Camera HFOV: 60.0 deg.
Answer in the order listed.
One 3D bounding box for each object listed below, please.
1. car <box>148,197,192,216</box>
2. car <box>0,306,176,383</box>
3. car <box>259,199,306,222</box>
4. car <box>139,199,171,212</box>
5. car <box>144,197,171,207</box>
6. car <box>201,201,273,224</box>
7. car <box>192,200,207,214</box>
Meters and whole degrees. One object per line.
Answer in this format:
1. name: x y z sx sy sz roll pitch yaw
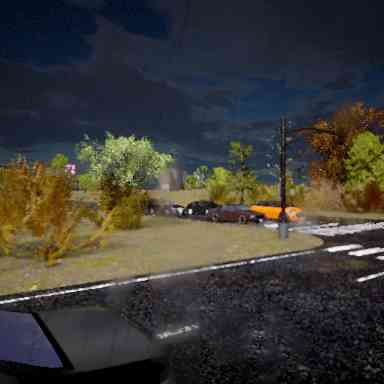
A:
1. car: -2.600 1.618 34.081 2.128 1.511 4.902 0 0 -38
2. car: -2.604 1.540 1.826 5.357 1.411 2.033 1 0 -36
3. car: 6.958 1.495 27.140 2.097 1.767 4.553 0 0 -38
4. car: -4.711 1.644 42.050 1.812 1.442 4.674 0 0 -38
5. car: -5.679 1.586 54.155 1.882 1.535 5.008 0 0 -38
6. car: 3.401 1.686 26.411 2.033 1.411 5.357 0 0 -38
7. car: 1.384 1.636 34.261 1.837 1.490 4.892 0 0 -38
